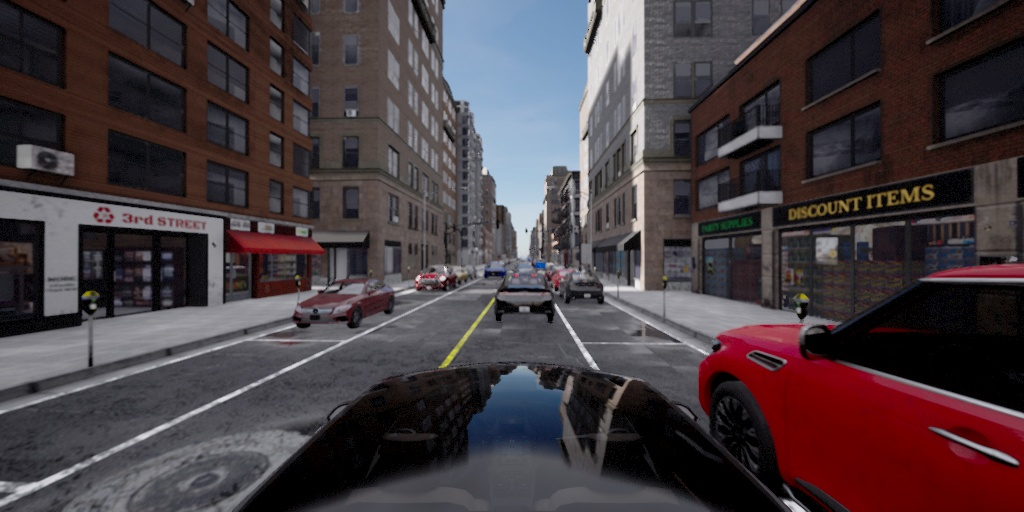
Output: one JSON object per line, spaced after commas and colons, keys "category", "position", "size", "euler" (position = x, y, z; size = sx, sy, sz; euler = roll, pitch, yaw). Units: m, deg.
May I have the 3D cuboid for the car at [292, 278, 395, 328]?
{"category": "car", "position": [-5.086, 1.382, 11.481], "size": [1.802, 1.307, 4.207], "euler": [0, 0, 2]}

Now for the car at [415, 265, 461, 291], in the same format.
{"category": "car", "position": [-4.683, 1.298, 22.511], "size": [1.967, 1.591, 4.097], "euler": [0, 0, 2]}

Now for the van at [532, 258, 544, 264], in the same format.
{"category": "van", "position": [4.730, 1.401, 60.318], "size": [1.690, 1.789, 3.998], "euler": [0, 0, 2]}

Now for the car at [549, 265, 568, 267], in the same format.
{"category": "car", "position": [3.337, 1.442, 22.225], "size": [1.802, 1.307, 4.207], "euler": [0, 0, 2]}

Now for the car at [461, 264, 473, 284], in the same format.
{"category": "car", "position": [-4.488, 1.413, 27.855], "size": [1.751, 1.417, 4.829], "euler": [0, 0, 2]}

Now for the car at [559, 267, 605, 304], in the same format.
{"category": "car", "position": [3.135, 1.381, 16.709], "size": [2.007, 1.370, 4.403], "euler": [0, 0, 2]}

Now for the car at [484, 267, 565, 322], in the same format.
{"category": "car", "position": [0.443, 1.300, 12.524], "size": [2.128, 1.511, 4.902], "euler": [0, 0, 2]}

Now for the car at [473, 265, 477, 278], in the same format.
{"category": "car", "position": [-4.280, 1.468, 33.539], "size": [2.007, 1.370, 4.403], "euler": [0, 0, 2]}

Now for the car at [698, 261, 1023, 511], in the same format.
{"category": "car", "position": [2.917, 0.977, 1.329], "size": [2.150, 2.045, 5.566], "euler": [0, 0, 2]}

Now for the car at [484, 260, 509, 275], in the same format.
{"category": "car", "position": [-1.598, 1.405, 35.249], "size": [1.882, 1.535, 5.008], "euler": [0, -1, 3]}

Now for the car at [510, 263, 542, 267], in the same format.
{"category": "car", "position": [0.905, 1.400, 25.115], "size": [1.812, 1.442, 4.674], "euler": [0, 0, 2]}

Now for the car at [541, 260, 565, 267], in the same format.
{"category": "car", "position": [3.539, 1.329, 27.740], "size": [1.967, 1.591, 4.097], "euler": [0, 0, 2]}

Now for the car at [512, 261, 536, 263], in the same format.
{"category": "car", "position": [1.164, 1.452, 34.878], "size": [1.812, 1.442, 4.674], "euler": [0, 0, 2]}
